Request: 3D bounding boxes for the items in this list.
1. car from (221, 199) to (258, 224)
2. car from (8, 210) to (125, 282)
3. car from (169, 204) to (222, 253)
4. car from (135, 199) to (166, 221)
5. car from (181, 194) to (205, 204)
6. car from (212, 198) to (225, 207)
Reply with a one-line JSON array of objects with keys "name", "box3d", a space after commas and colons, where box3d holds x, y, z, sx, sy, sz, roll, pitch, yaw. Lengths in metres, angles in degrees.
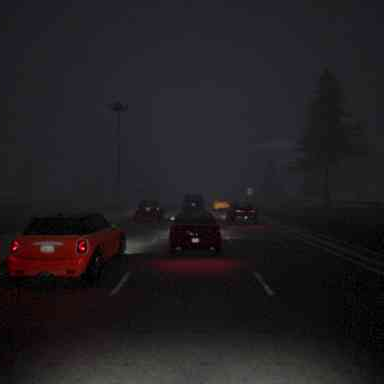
[{"name": "car", "box3d": [3.621, 1.503, 24.767, 2.128, 1.511, 4.902, 0, 0, 0]}, {"name": "car", "box3d": [-3.387, 1.355, 9.918, 2.097, 1.767, 4.553, 0, 0, 0]}, {"name": "car", "box3d": [0.113, 1.483, 13.733, 1.882, 1.535, 5.008, 0, 0, 0]}, {"name": "car", "box3d": [-3.375, 1.362, 27.484, 2.097, 1.767, 4.553, 0, 0, 0]}, {"name": "car", "box3d": [0.123, 1.234, 32.627, 2.150, 2.045, 5.566, 0, 0, 0]}, {"name": "car", "box3d": [3.546, 1.494, 41.673, 1.882, 1.535, 5.008, 0, 0, -1]}]
